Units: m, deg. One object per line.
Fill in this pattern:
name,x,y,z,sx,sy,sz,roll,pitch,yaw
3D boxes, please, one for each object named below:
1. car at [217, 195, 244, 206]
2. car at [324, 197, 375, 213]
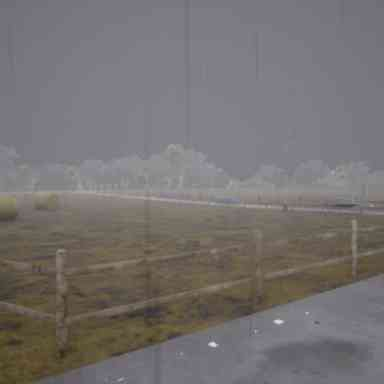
car,5.523,1.211,48.215,1.812,1.442,4.674,1,0,-35
car,15.844,1.286,33.792,2.128,1.511,4.902,1,-1,-36
